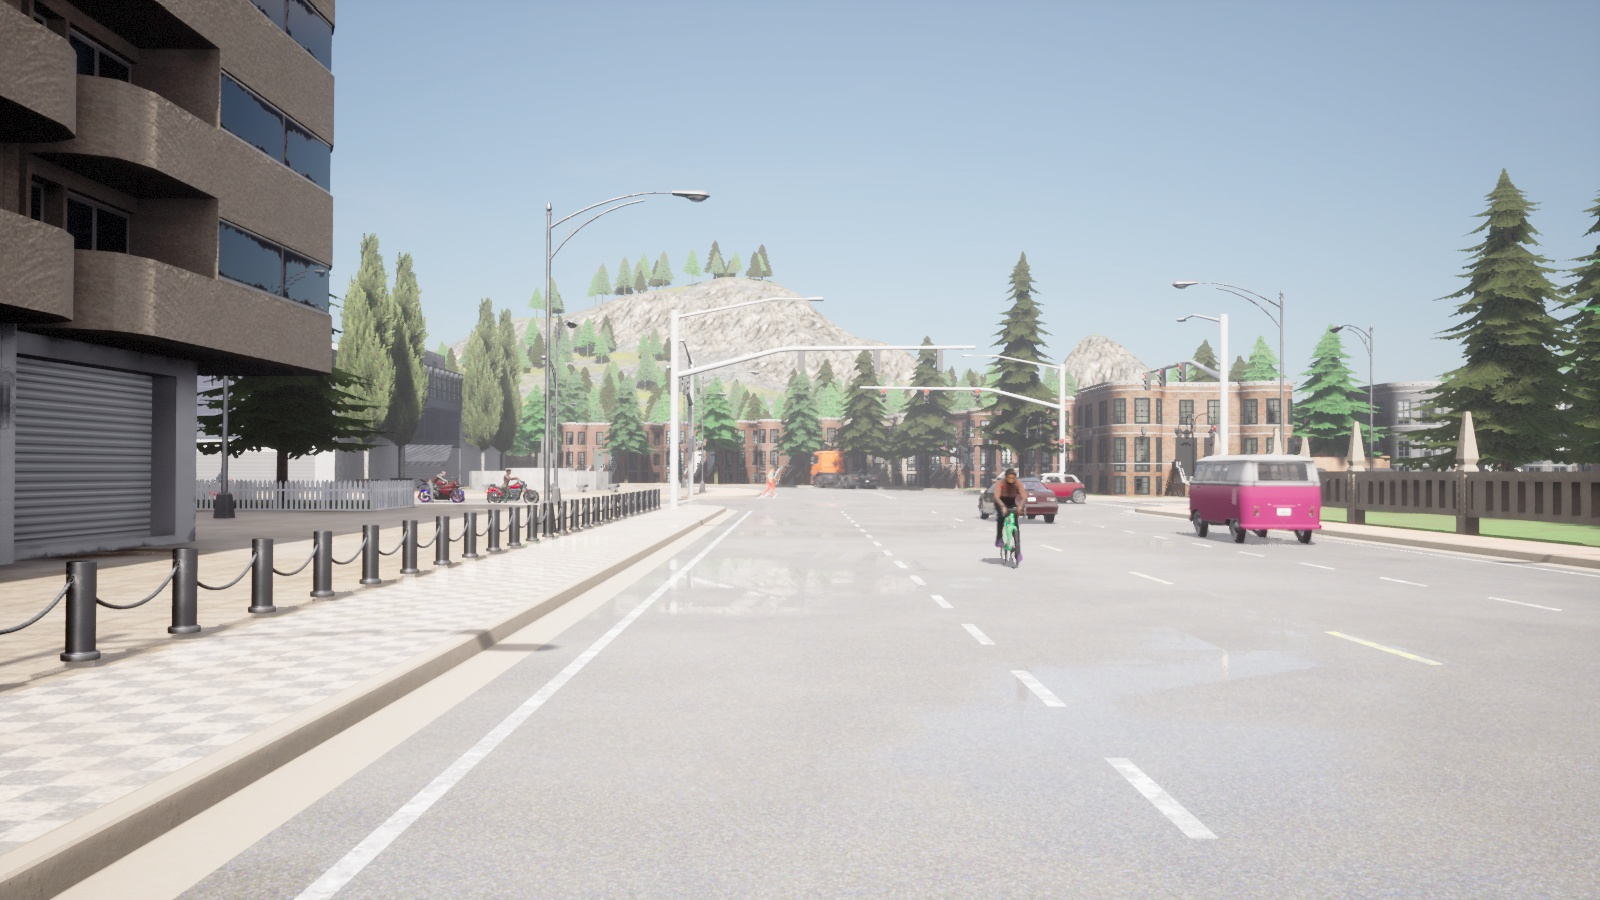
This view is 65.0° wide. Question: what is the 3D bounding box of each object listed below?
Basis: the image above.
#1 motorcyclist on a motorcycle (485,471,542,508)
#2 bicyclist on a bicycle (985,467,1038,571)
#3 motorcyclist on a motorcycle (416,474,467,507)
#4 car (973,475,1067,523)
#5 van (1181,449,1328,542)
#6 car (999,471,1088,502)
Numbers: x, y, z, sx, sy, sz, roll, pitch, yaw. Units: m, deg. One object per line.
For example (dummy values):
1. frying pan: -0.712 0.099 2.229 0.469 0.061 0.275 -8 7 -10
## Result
1. motorcyclist on a motorcycle: -12.683 1.747 55.582 2.350 1.649 0.766 0 -1 0
2. bicyclist on a bicycle: 3.447 1.098 20.562 0.582 1.620 1.656 0 -1 0
3. motorcyclist on a motorcycle: -16.851 1.906 59.067 2.191 1.530 0.866 0 -1 0
4. car: 6.898 1.504 39.958 2.033 1.411 5.357 0 -1 0
5. van: 10.425 1.014 29.180 1.775 1.987 4.442 0 -1 0
6. car: 11.902 1.761 61.420 3.806 1.475 1.970 0 -1 -18
